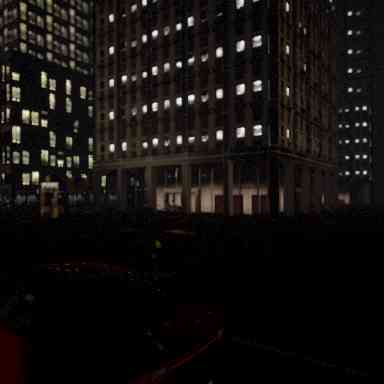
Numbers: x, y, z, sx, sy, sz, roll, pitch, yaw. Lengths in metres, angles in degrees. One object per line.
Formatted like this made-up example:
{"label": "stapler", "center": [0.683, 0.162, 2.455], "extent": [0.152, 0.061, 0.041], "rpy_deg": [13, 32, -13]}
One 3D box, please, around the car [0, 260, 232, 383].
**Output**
{"label": "car", "center": [-1.701, 1.545, 4.108], "extent": [4.507, 1.381, 1.887], "rpy_deg": [0, 0, 35]}
